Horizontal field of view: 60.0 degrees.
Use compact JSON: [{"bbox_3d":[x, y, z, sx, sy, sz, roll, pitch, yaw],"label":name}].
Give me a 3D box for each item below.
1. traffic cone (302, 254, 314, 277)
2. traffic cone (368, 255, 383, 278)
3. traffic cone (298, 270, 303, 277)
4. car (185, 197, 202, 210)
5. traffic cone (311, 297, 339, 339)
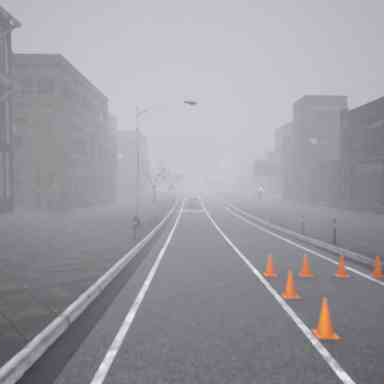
[{"bbox_3d":[3.198,2.046,9.349,0.340,0.580,0.340,1,-1,1],"label":"traffic cone"},{"bbox_3d":[5.195,2.066,9.320,0.340,0.580,0.340,1,-1,1],"label":"traffic cone"},{"bbox_3d":[2.170,2.015,7.362,0.340,0.580,0.340,1,-1,1],"label":"traffic cone"},{"bbox_3d":[0.159,1.447,43.762,1.837,1.490,4.892,1,2,0],"label":"car"},{"bbox_3d":[2.141,1.997,5.360,0.340,0.580,0.340,1,0,1],"label":"traffic cone"}]
